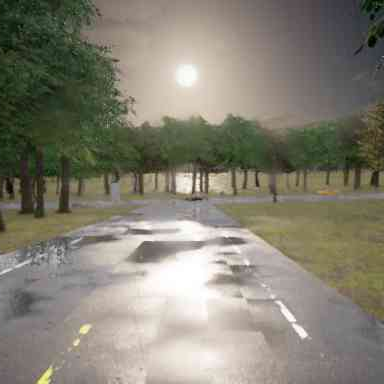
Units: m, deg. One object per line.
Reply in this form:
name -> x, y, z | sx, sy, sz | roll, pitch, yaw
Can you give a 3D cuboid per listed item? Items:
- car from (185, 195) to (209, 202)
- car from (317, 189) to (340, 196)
car -> 1.010, 1.329, 66.670 | 4.718, 1.301, 1.895 | -1, 2, -1
car -> 30.175, 0.085, 73.643 | 5.008, 1.535, 1.882 | -2, 3, 0
